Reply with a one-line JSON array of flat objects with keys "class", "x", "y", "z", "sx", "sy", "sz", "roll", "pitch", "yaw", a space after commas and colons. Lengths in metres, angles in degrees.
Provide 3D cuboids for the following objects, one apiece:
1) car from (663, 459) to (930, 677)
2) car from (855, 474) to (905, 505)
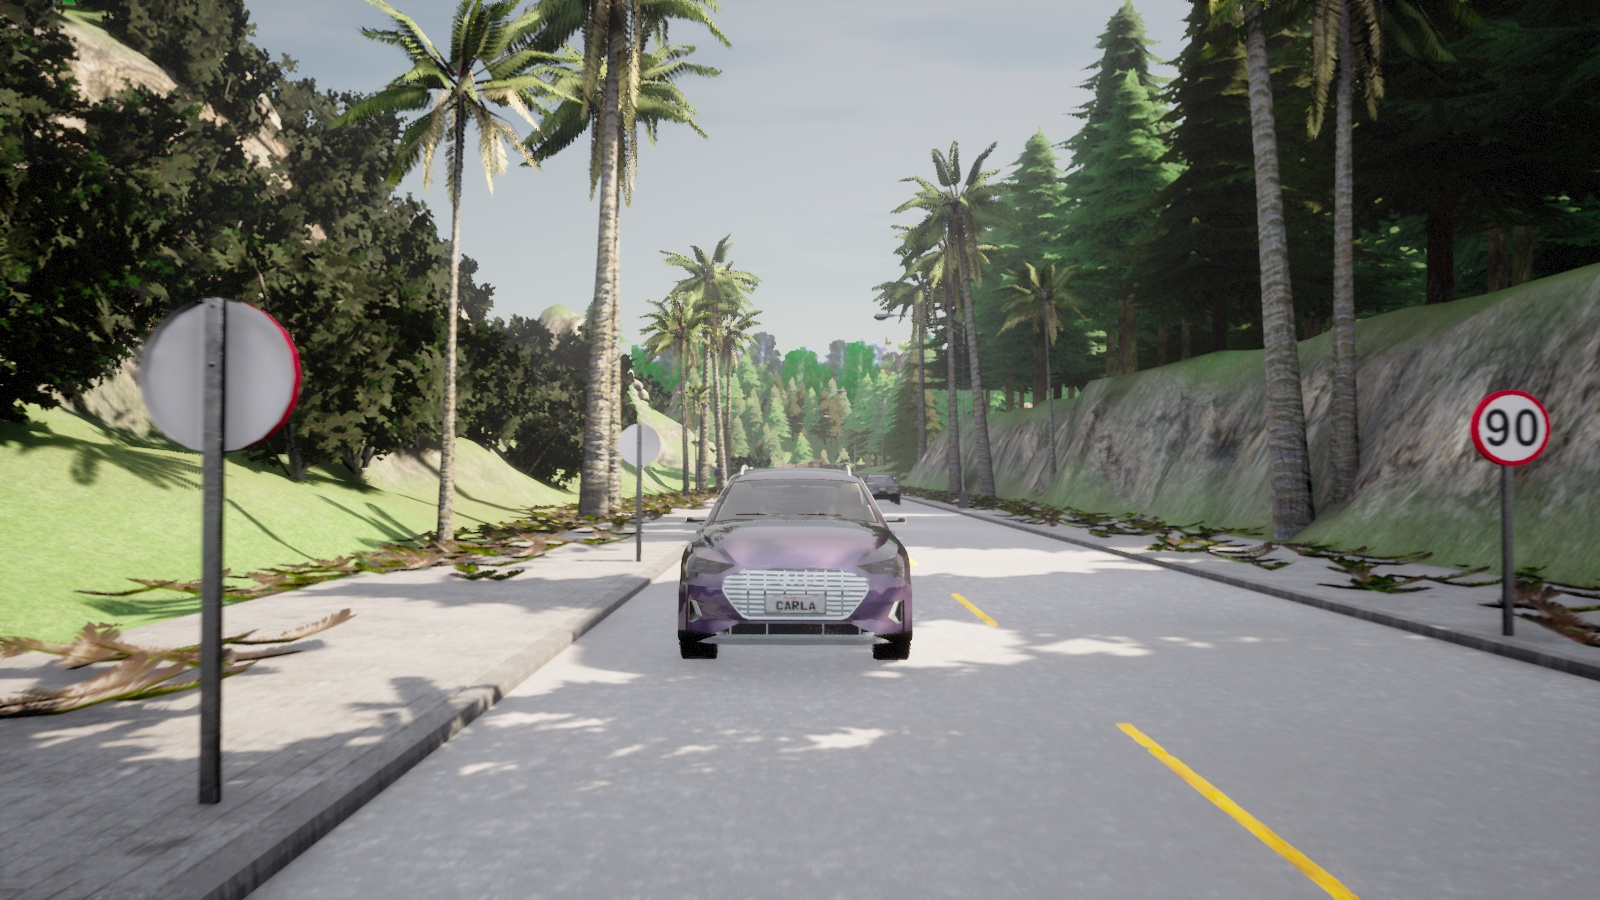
[{"class": "car", "x": -0.034, "y": 0.947, "z": 11.989, "sx": 2.033, "sy": 1.649, "sz": 4.856, "roll": 0, "pitch": -1, "yaw": 0}, {"class": "car", "x": 3.833, "y": 1.867, "z": 60.898, "sx": 2.033, "sy": 1.411, "sz": 5.357, "roll": 0, "pitch": -1, "yaw": 0}]
